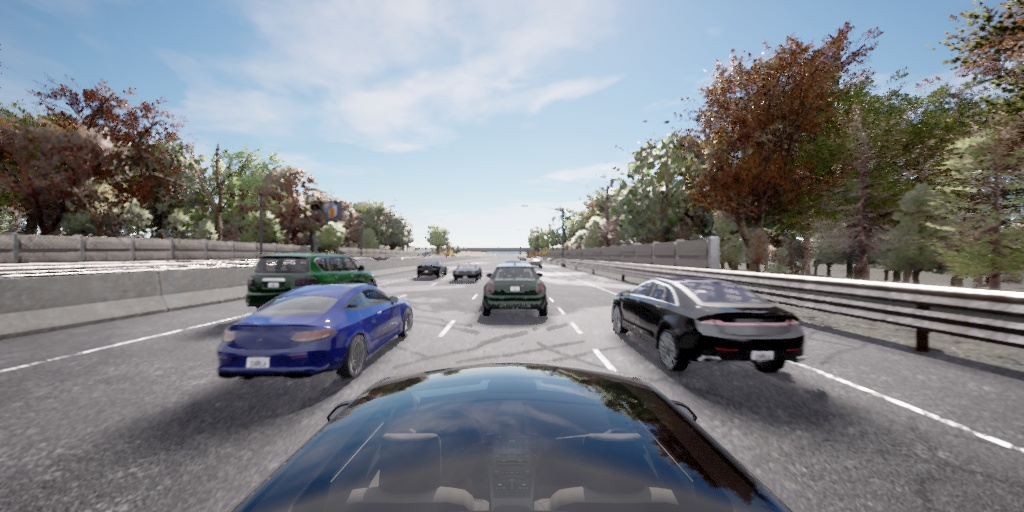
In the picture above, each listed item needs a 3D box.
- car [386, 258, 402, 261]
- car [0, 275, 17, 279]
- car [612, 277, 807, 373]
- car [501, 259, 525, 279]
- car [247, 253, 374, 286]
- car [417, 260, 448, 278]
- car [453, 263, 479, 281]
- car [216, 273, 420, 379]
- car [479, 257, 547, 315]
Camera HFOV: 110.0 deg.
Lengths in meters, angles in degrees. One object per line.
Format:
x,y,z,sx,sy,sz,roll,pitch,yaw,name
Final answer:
-17.587,1.020,53.502,1.882,1.535,5.008,0,0,0,car
-17.606,1.256,10.977,2.033,1.411,5.357,0,0,0,car
3.549,1.189,7.530,2.128,1.511,4.902,0,0,0,car
0.086,1.104,31.362,1.882,1.535,5.008,0,0,0,car
-6.905,0.922,13.058,2.150,2.045,5.566,0,0,0,car
-6.911,1.104,31.430,1.882,1.535,5.008,0,0,0,car
-3.410,1.239,28.362,1.895,1.301,4.718,0,0,0,car
-3.401,1.251,7.100,1.812,1.442,4.674,0,0,0,car
0.094,1.050,13.412,2.097,1.767,4.553,0,0,0,car
